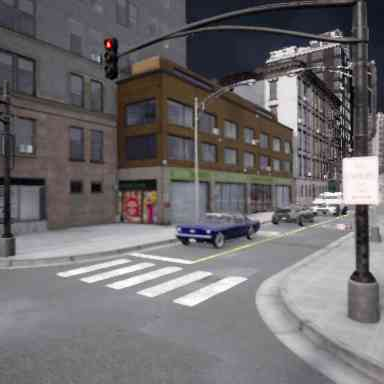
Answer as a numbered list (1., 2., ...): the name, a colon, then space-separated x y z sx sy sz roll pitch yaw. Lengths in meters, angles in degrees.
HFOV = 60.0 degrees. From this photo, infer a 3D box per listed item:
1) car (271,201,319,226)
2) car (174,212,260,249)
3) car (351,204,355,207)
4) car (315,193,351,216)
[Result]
1. car: 7.077 1.529 23.172 1.994 1.385 4.181 -1 0 35
2. car: 1.278 1.609 14.994 1.895 1.301 4.718 -1 0 35
3. car: 19.896 1.094 41.117 2.150 2.045 5.566 -1 0 36
4. car: 13.189 1.142 31.757 2.150 2.045 5.566 -1 0 36
